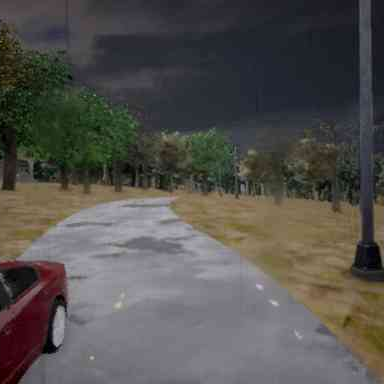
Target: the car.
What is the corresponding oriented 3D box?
[{"bbox_3d":[-2.762,1.544,3.280,1.882,1.535,5.008,-2,1,-4],"label":"car"}]
